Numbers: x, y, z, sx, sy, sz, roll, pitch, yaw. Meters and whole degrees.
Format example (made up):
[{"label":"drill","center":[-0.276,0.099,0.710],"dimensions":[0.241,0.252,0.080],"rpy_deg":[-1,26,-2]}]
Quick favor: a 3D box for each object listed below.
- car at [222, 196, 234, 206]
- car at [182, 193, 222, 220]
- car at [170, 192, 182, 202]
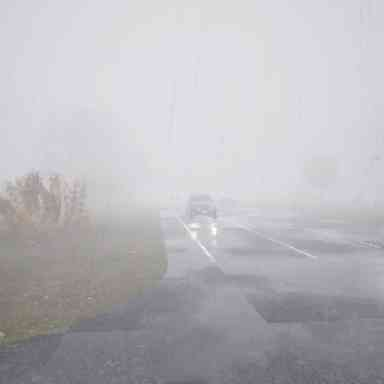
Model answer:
[{"label":"car","center":[5.160,1.341,51.046],"dimensions":[1.994,1.385,4.181],"rpy_deg":[0,0,-6]},{"label":"car","center":[0.674,1.138,27.519],"dimensions":[2.150,2.045,5.566],"rpy_deg":[0,0,-6]},{"label":"car","center":[-3.590,1.076,69.592],"dimensions":[2.097,1.767,4.553],"rpy_deg":[0,0,-2]}]
